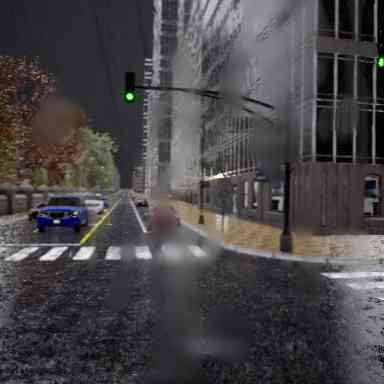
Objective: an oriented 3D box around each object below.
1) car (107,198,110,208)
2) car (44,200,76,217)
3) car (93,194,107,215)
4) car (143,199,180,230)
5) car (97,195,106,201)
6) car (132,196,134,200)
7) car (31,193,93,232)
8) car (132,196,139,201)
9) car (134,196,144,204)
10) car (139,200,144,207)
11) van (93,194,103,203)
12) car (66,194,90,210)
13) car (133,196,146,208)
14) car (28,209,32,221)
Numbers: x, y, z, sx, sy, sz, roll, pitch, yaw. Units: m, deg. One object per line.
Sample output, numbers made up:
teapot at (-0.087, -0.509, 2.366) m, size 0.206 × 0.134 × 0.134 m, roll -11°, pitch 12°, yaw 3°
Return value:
car at (-12.756, 1.469, 47.217) m, size 1.882 × 1.535 × 5.008 m, roll 1°, pitch -1°, yaw -10°
car at (-12.352, 1.461, 31.349) m, size 2.008 × 1.369 × 4.403 m, roll 2°, pitch 0°, yaw -11°
car at (-10.134, 1.191, 33.564) m, size 2.150 × 2.045 × 5.566 m, roll 1°, pitch 0°, yaw -11°
car at (-1.956, 1.526, 21.796) m, size 1.967 × 1.590 × 4.097 m, roll 2°, pitch 0°, yaw -11°
car at (-22.110, 1.516, 81.558) m, size 1.802 × 1.307 × 4.206 m, roll 2°, pitch 0°, yaw -11°
car at (-8.460, 1.571, 55.256) m, size 1.967 × 1.590 × 4.097 m, roll 2°, pitch 0°, yaw -11°
car at (-7.457, 1.173, 19.771) m, size 2.150 × 2.045 × 5.566 m, roll 1°, pitch 0°, yaw -11°
car at (-16.050, 1.701, 94.298) m, size 1.802 × 1.307 × 4.206 m, roll 2°, pitch 0°, yaw -11°
car at (-10.662, 1.660, 66.579) m, size 1.752 × 1.417 × 4.829 m, roll 2°, pitch 0°, yaw -11°
car at (-3.043, 1.661, 27.371) m, size 1.947 × 1.339 × 4.313 m, roll 2°, pitch 0°, yaw -11°
van at (-19.935, 1.281, 70.402) m, size 1.690 × 1.788 × 3.998 m, roll 2°, pitch 0°, yaw -11°
car at (-14.514, 1.241, 42.508) m, size 2.192 × 1.841 × 5.009 m, roll 2°, pitch 0°, yaw -11°
car at (-7.379, 1.692, 49.678) m, size 1.947 × 1.339 × 4.313 m, roll 2°, pitch 0°, yaw -11°
car at (-11.267, 1.446, 25.770) m, size 1.887 × 1.381 × 4.507 m, roll 2°, pitch 0°, yaw -11°
